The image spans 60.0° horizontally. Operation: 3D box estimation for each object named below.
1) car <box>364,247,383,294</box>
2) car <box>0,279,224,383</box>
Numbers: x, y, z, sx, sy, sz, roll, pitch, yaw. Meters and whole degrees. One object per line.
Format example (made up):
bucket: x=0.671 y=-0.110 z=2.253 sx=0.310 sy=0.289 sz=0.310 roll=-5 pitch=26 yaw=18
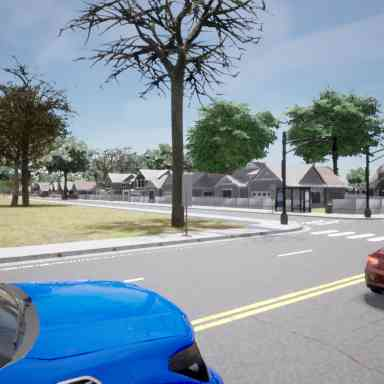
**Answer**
car: x=5.670 y=1.525 z=7.459 sx=4.674 sy=1.442 sz=1.812 roll=0 pitch=0 yaw=-36
car: x=-2.406 y=1.222 z=1.725 sx=5.566 sy=2.045 sz=2.150 roll=0 pitch=0 yaw=-36
